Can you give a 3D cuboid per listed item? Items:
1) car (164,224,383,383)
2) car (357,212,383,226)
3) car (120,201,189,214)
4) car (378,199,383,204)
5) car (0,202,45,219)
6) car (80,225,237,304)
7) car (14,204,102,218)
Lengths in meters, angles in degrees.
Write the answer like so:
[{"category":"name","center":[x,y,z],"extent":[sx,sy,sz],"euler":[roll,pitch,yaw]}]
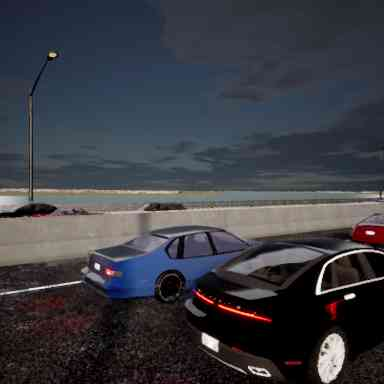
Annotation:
[{"category":"car","center":[2.173,1.505,5.294],"extent":[4.892,1.490,1.837],"euler":[0,0,-36]},{"category":"car","center":[8.588,1.566,14.149],"extent":[4.181,1.385,1.994],"euler":[0,0,-36]},{"category":"car","center":[-2.262,1.354,19.571],"extent":[4.553,1.767,2.097],"euler":[0,0,-35]},{"category":"car","center":[30.374,1.475,50.868],"extent":[5.008,1.535,1.882],"euler":[0,0,-34]},{"category":"car","center":[-10.746,1.478,22.120],"extent":[5.008,1.535,1.882],"euler":[0,0,-36]},{"category":"car","center":[0.138,1.548,8.143],"extent":[5.357,1.411,2.033],"euler":[0,0,-36]},{"category":"car","center":[-7.734,1.602,19.972],"extent":[4.718,1.301,1.895],"euler":[0,0,-35]}]
